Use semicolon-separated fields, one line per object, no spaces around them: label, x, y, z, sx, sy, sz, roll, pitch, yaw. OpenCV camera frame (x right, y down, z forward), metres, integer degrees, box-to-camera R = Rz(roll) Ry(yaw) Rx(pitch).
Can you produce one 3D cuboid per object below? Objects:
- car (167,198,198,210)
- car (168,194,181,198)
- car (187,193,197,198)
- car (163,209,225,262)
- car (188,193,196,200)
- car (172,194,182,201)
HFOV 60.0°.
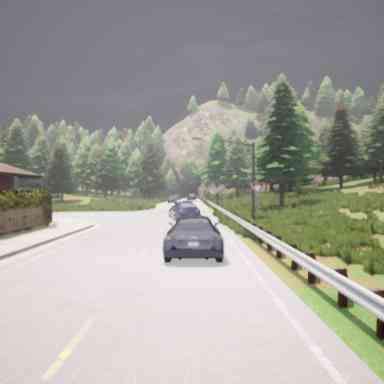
car;-0.643;1.440;26.028;1.812;1.442;4.674;1;0;-13
car;-3.520;1.362;60.423;1.837;1.490;4.892;0;0;1
car;0.023;1.300;74.269;1.882;1.535;5.008;0;0;0
car;0.062;1.534;11.969;1.994;1.385;4.181;0;0;0
car;0.026;1.107;84.647;1.882;1.535;5.008;0;0;0
car;-3.477;1.214;75.763;2.033;1.411;5.357;0;0;0
